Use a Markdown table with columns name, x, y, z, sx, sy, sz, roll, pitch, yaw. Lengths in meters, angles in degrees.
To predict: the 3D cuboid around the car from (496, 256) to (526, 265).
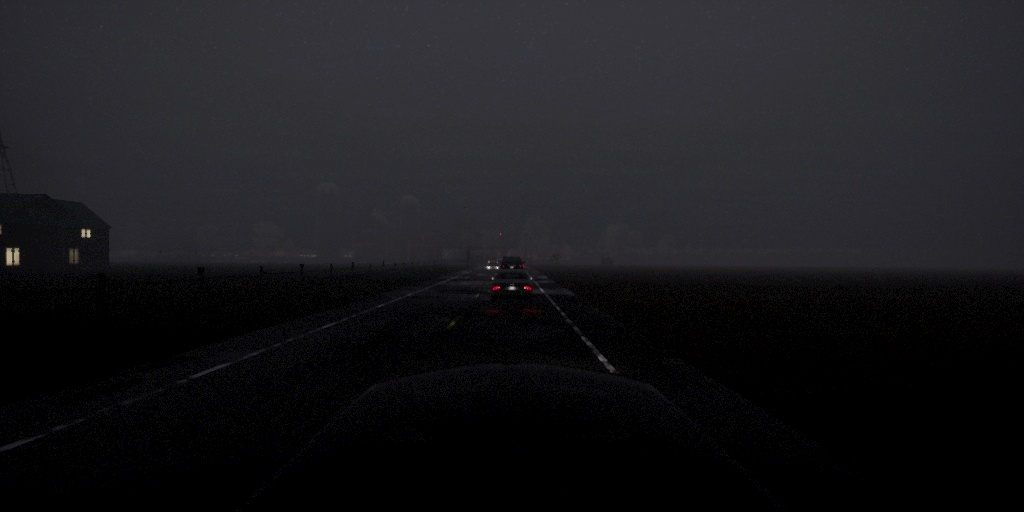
| name | x | y | z | sx | sy | sz | roll | pitch | yaw |
| --- | --- | --- | --- | --- | --- | --- | --- | --- | --- |
| car | 0.000 | 0.994 | 31.530 | 2.150 | 2.045 | 5.566 | 0 | 0 | 0 |

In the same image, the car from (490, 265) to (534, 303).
| name | x | y | z | sx | sy | sz | roll | pitch | yaw |
| --- | --- | --- | --- | --- | --- | --- | --- | --- | --- |
| car | 0.000 | 1.308 | 16.502 | 2.033 | 1.411 | 5.357 | 0 | 0 | 0 |
